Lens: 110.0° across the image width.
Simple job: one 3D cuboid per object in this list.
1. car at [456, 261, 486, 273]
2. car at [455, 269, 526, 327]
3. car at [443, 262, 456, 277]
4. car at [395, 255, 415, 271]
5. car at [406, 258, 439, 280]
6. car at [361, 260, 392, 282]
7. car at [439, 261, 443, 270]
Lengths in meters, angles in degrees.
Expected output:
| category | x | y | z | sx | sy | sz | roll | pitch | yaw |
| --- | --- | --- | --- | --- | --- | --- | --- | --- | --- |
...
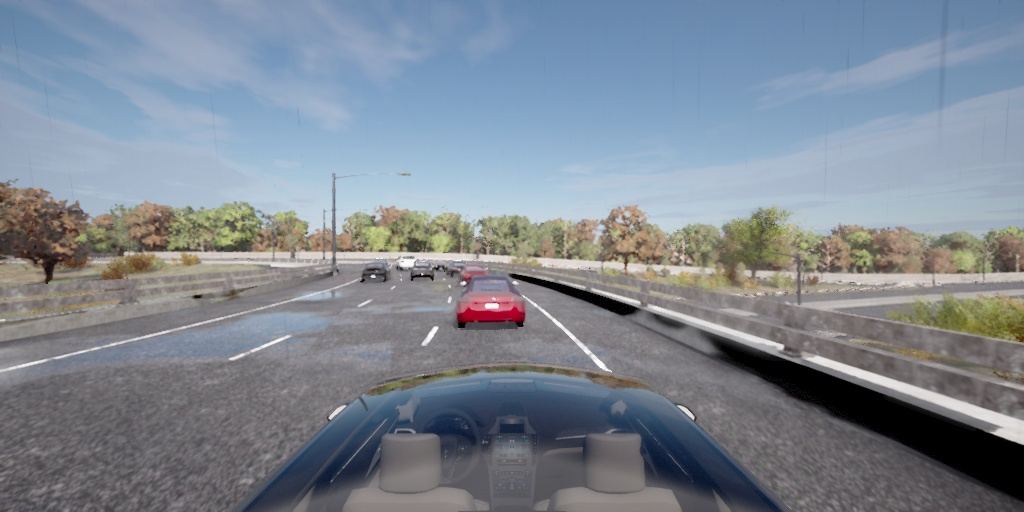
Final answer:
| category | x | y | z | sx | sy | sz | roll | pitch | yaw |
| --- | --- | --- | --- | --- | --- | --- | --- | --- | --- |
| car | -2.573 | 1.251 | 23.904 | 1.812 | 1.442 | 4.674 | 0 | 0 | -11 |
| car | -0.724 | 1.303 | 11.596 | 1.994 | 1.385 | 4.181 | 0 | 0 | -5 |
| car | -5.184 | 1.240 | 34.385 | 1.812 | 1.442 | 4.674 | 0 | 0 | -16 |
| car | -14.445 | 0.917 | 48.628 | 2.150 | 2.045 | 5.566 | 0 | -1 | -26 |
| car | -7.695 | 1.213 | 30.595 | 2.128 | 1.511 | 4.902 | 0 | 0 | -15 |
| car | -10.755 | 1.231 | 28.543 | 1.837 | 1.490 | 4.892 | 0 | 1 | -14 |
| car | -9.775 | 1.303 | 46.725 | 1.895 | 1.301 | 4.718 | 0 | 0 | -23 |
